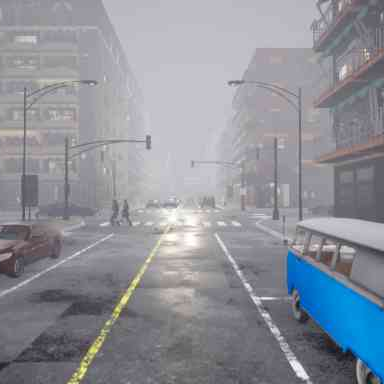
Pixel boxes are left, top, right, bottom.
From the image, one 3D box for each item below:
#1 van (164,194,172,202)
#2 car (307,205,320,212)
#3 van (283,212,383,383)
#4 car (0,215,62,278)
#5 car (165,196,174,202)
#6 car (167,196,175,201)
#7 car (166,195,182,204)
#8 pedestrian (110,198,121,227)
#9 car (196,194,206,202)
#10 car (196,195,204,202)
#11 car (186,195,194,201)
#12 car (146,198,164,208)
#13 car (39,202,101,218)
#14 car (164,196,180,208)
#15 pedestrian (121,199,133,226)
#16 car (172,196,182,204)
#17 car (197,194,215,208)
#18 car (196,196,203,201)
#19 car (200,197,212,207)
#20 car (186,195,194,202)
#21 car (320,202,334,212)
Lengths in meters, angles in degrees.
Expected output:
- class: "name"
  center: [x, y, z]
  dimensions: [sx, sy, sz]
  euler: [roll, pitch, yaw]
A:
- class: "van"
  center: [-5.757, 1.508, 81.575]
  dimensions: [1.690, 1.788, 3.998]
  euler: [1, 0, 0]
- class: "car"
  center: [14.168, 1.632, 33.495]
  dimensions: [4.718, 1.301, 1.895]
  euler: [0, -1, -3]
- class: "van"
  center: [2.528, 1.345, 4.587]
  dimensions: [1.690, 1.788, 3.998]
  euler: [1, 0, 0]
- class: "car"
  center: [-5.355, 1.593, 10.128]
  dimensions: [1.802, 1.307, 4.206]
  euler: [1, 0, 0]
- class: "car"
  center: [-5.793, 1.752, 87.140]
  dimensions: [2.008, 1.369, 4.403]
  euler: [1, 0, 0]
- class: "car"
  center: [-5.823, 1.761, 92.531]
  dimensions: [1.752, 1.417, 4.829]
  euler: [1, 0, 0]
- class: "car"
  center: [-3.155, 1.604, 58.344]
  dimensions: [1.812, 1.442, 4.674]
  euler: [0, 0, 0]
- class: "pedestrian"
  center: [-4.908, 1.319, 21.167]
  dimensions: [0.375, 1.860, 0.375]
  euler: [1, -1, 0]
- class: "car"
  center: [2.122, 1.482, 81.656]
  dimensions: [2.192, 1.841, 5.009]
  euler: [1, 0, 0]
- class: "car"
  center: [2.088, 1.642, 87.219]
  dimensions: [1.967, 1.590, 4.097]
  euler: [1, 0, 0]
- class: "car"
  center: [-0.496, 1.579, 88.292]
  dimensions: [2.033, 1.411, 5.357]
  euler: [0, 0, 0]
- class: "car"
  center: [-5.570, 1.626, 48.207]
  dimensions: [1.947, 1.339, 4.313]
  euler: [1, 0, 0]
- class: "car"
  center: [-11.144, 1.580, 30.188]
  dimensions: [5.357, 1.411, 2.033]
  euler: [0, -1, 5]
- class: "car"
  center: [-3.115, 1.625, 48.454]
  dimensions: [1.994, 1.385, 4.181]
  euler: [0, 0, -1]
- class: "pedestrian"
  center: [-4.317, 1.320, 21.882]
  dimensions: [0.375, 1.860, 0.375]
  euler: [1, -1, 0]
- class: "car"
  center: [-3.143, 1.633, 68.546]
  dimensions: [1.812, 1.442, 4.674]
  euler: [0, 0, 0]
- class: "car"
  center: [2.314, 1.375, 48.298]
  dimensions: [2.192, 1.841, 5.009]
  euler: [1, 0, 0]
- class: "car"
  center: [2.055, 1.819, 92.779]
  dimensions: [1.802, 1.307, 4.206]
  euler: [1, 0, 0]
- class: "car"
  center: [2.278, 1.595, 54.027]
  dimensions: [1.752, 1.417, 4.829]
  euler: [1, 0, 0]
- class: "car"
  center: [-0.439, 1.694, 78.283]
  dimensions: [1.994, 1.385, 4.181]
  euler: [0, 0, 0]
- class: "car"
  center: [13.588, 1.465, 28.080]
  dimensions: [4.403, 1.369, 2.008]
  euler: [0, -1, 0]
